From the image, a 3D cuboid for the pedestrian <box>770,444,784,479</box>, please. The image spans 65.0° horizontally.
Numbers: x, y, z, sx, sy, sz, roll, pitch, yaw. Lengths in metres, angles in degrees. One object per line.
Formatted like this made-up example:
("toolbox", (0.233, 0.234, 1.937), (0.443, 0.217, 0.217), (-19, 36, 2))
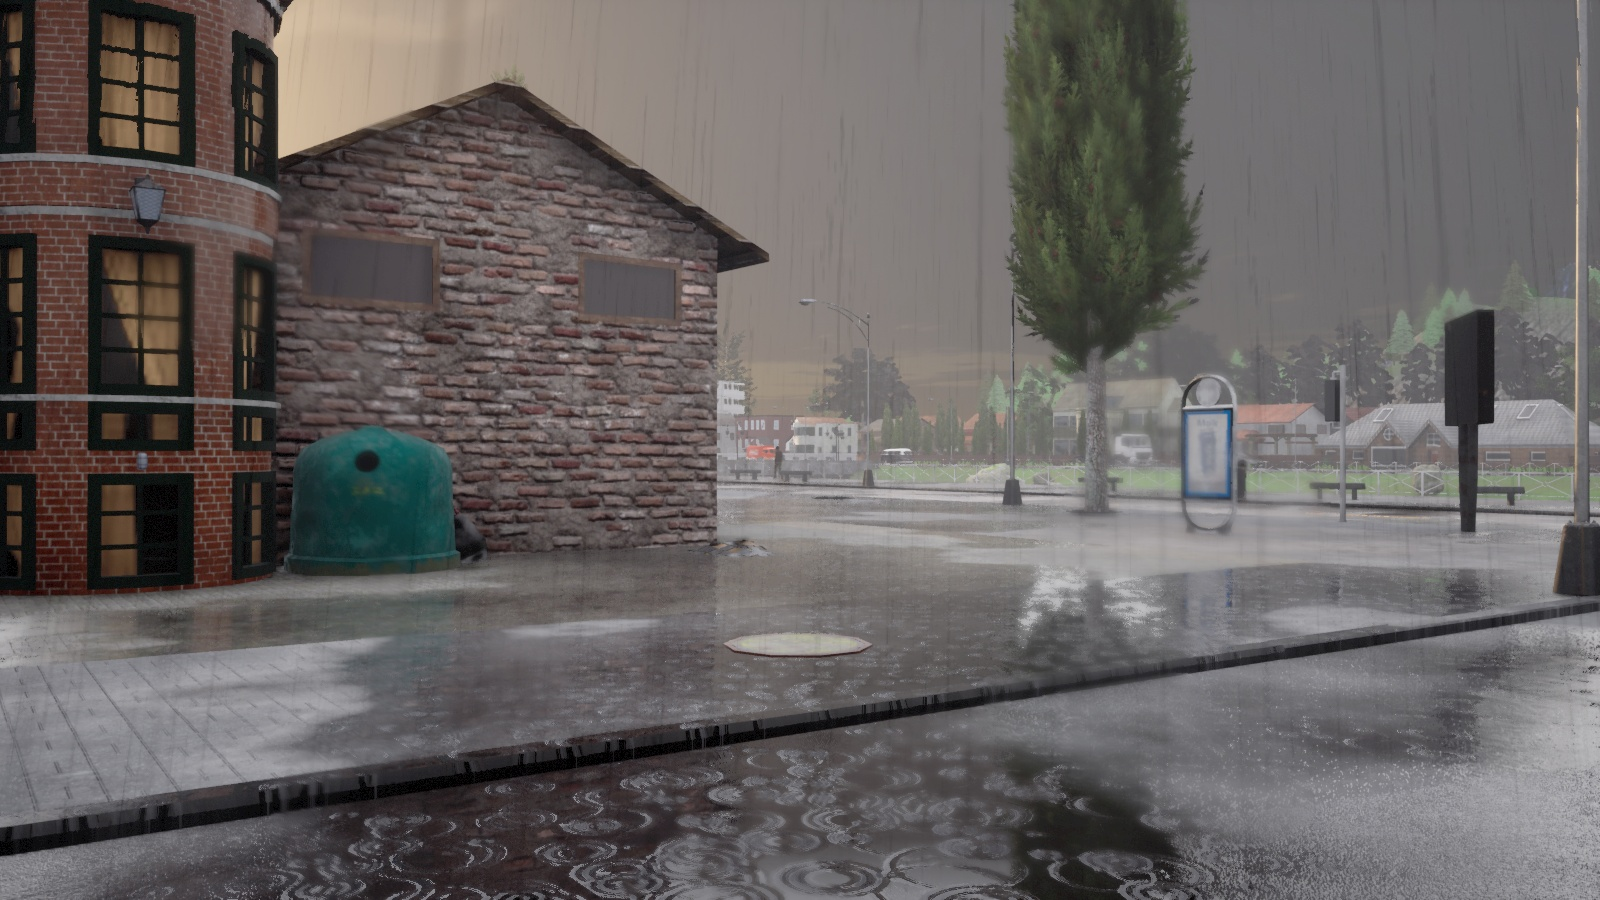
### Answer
("pedestrian", (-1.215, 0.621, 66.805), (0.431, 1.840, 0.703), (0, 0, -30))
